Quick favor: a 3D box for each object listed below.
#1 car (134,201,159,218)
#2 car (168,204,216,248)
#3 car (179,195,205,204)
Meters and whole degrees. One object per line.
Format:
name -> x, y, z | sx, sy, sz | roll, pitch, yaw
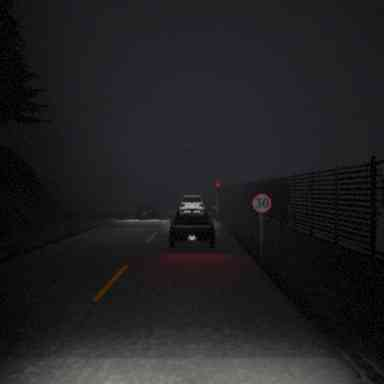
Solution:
car -> -4.000, 1.557, 30.010 | 1.812, 1.442, 4.674 | 0, 0, 0
car -> 0.000, 1.492, 14.650 | 2.128, 1.511, 4.902 | 0, 0, 0
car -> 0.000, 1.255, 29.680 | 2.150, 2.045, 5.566 | 0, 0, 0
